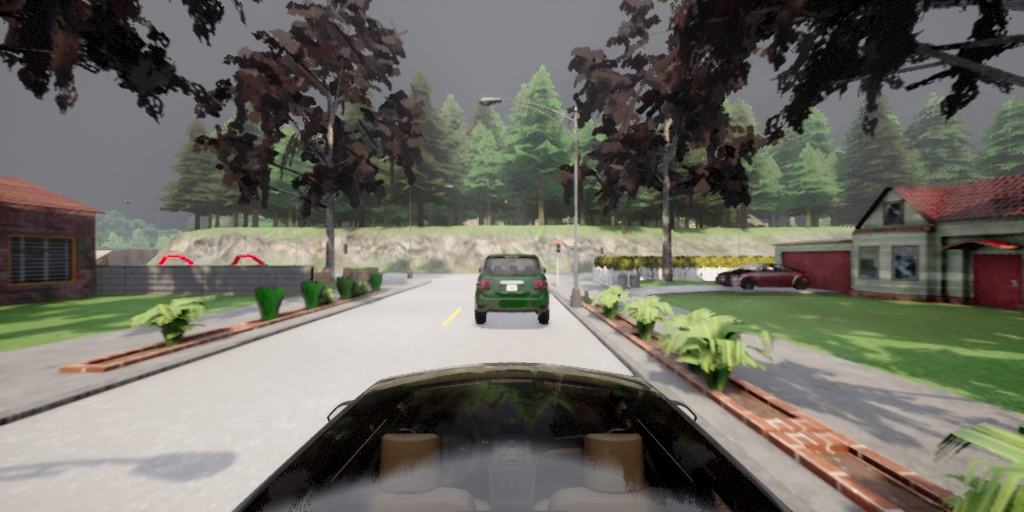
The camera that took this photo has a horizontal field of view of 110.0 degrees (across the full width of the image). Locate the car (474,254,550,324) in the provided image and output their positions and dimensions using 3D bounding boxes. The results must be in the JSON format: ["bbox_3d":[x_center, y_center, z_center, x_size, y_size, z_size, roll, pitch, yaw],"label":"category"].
[{"bbox_3d":[0.021,0.968,12.108,2.150,2.045,5.566,0,-1,0],"label":"car"}]
